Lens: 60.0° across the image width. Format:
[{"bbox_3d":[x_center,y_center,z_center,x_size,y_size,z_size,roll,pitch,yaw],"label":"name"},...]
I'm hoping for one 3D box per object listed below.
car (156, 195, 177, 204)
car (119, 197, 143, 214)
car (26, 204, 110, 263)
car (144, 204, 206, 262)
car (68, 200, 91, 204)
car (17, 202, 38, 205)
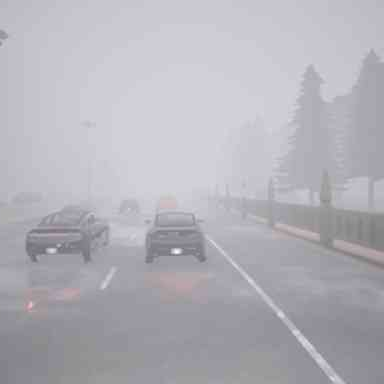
[{"bbox_3d":[-2.645,1.063,34.395,2.097,1.767,4.553,0,1,-5],"label":"car"},{"bbox_3d":[-5.991,1.250,32.581,1.837,1.490,4.892,0,0,-5],"label":"car"},{"bbox_3d":[-4.132,1.411,11.744,2.128,1.511,4.902,0,0,-5],"label":"car"},{"bbox_3d":[-0.621,1.403,11.758,1.837,1.490,4.892,0,0,-5],"label":"car"},{"bbox_3d":[-8.945,1.345,26.482,1.812,1.442,4.674,0,0,-5],"label":"car"},{"bbox_3d":[-21.094,0.957,42.781,2.150,2.045,5.566,0,0,-5],"label":"car"}]
